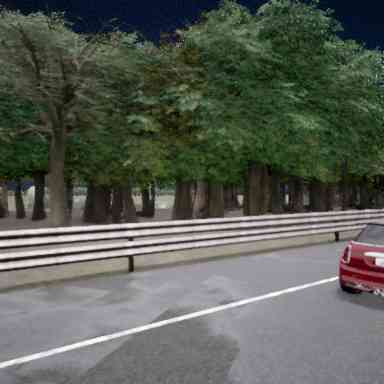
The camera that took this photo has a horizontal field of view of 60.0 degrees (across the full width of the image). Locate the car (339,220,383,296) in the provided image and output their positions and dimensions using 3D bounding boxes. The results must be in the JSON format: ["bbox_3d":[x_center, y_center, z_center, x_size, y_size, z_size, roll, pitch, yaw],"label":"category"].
[{"bbox_3d":[5.384,1.358,7.501,4.553,1.767,2.097,0,0,-34],"label":"car"}]
